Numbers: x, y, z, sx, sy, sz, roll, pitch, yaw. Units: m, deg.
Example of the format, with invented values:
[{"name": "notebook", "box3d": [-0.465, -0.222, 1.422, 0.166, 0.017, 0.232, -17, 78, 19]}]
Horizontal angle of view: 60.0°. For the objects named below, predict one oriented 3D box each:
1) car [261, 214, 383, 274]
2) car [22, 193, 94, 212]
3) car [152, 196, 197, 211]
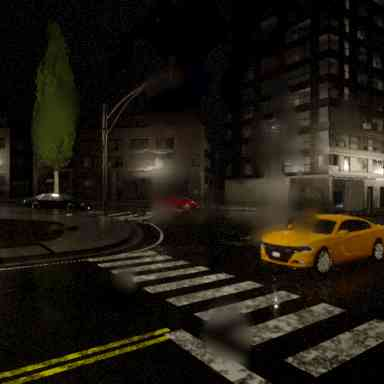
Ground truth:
[{"name": "car", "box3d": [4.398, 1.492, 10.790, 5.008, 1.535, 1.882, 0, 0, -35]}, {"name": "car", "box3d": [-10.581, 0.786, 26.271, 5.357, 1.411, 2.033, 1, 0, 11]}, {"name": "car", "box3d": [-1.630, 1.014, 31.342, 4.181, 1.385, 1.994, 2, 0, 11]}]
